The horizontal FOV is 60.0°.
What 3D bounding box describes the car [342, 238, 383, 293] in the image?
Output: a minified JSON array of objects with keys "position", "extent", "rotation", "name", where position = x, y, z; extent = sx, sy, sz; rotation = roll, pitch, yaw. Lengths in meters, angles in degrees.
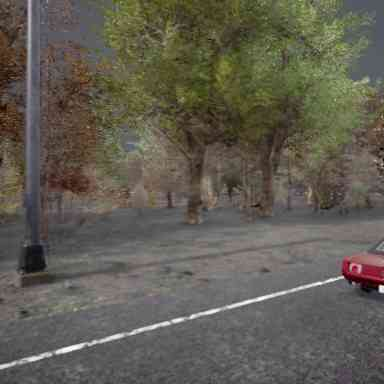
[{"position":[5.614,1.636,7.758],"extent":[4.718,1.301,1.895],"rotation":[0,0,-36],"name":"car"}]
